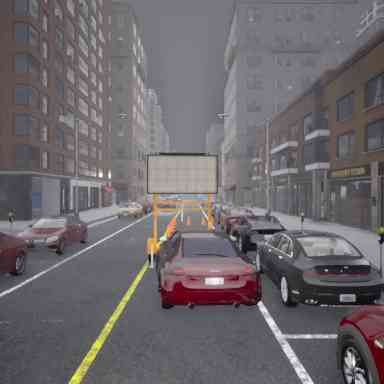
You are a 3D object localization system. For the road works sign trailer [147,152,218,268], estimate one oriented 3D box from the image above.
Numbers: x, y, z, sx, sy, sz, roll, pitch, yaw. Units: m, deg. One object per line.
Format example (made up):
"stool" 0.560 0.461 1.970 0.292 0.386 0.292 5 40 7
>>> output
"road works sign trailer" -0.340 0.467 11.394 2.380 3.560 2.880 0 0 -6

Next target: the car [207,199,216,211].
"car" 2.573 1.596 29.859 1.802 1.307 4.206 0 0 0

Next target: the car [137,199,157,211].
"car" -5.476 1.604 40.872 1.802 1.307 4.206 0 0 0

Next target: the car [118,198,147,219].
"car" -5.448 1.539 29.668 1.752 1.417 4.829 0 0 0

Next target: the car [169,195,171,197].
"car" -5.523 1.588 62.946 2.008 1.369 4.403 0 0 0

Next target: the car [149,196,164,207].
"car" -5.500 1.470 51.910 1.967 1.590 4.097 0 0 0

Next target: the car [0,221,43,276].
"car" -5.405 1.583 7.763 1.802 1.307 4.206 0 0 0

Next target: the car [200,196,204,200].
"car" 2.537 1.577 46.415 2.008 1.369 4.403 0 0 0

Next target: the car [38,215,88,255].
"car" -5.417 1.585 13.281 1.802 1.307 4.206 0 0 0

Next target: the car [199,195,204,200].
"car" 2.525 1.612 51.934 1.802 1.307 4.206 0 0 0

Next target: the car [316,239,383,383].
"car" 2.632 1.440 2.265 1.967 1.590 4.097 0 0 0

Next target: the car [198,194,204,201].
"car" 2.514 1.474 57.453 1.967 1.590 4.097 0 0 0

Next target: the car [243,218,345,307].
"car" 2.620 1.551 7.784 2.008 1.369 4.403 0 0 0

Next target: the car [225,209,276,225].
"car" 2.608 1.569 13.302 1.947 1.339 4.313 0 0 0

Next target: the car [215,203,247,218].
"car" 2.596 1.551 18.821 1.887 1.381 4.507 0 0 0

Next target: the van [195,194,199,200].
"van" 2.444 1.396 90.053 1.690 1.788 3.998 0 0 0

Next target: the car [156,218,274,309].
"car" 0.187 1.557 7.930 1.994 1.385 4.181 1 0 -6

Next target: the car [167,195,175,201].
"car" -5.581 1.606 90.027 2.008 1.369 4.403 0 0 0

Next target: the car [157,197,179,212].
"car" -2.935 1.585 39.649 1.994 1.385 4.181 0 0 0

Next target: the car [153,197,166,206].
"car" -5.511 1.559 57.257 1.752 1.417 4.829 0 0 0

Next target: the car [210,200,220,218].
"car" 2.584 1.561 24.340 2.008 1.369 4.403 0 0 0

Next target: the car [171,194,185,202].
"car" -2.896 1.587 66.208 2.033 1.411 5.357 0 0 0

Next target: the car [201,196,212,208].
"car" 2.549 1.573 40.897 2.008 1.369 4.403 0 0 0

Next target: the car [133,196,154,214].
"car" -5.464 1.333 35.354 2.192 1.841 5.009 0 0 0
